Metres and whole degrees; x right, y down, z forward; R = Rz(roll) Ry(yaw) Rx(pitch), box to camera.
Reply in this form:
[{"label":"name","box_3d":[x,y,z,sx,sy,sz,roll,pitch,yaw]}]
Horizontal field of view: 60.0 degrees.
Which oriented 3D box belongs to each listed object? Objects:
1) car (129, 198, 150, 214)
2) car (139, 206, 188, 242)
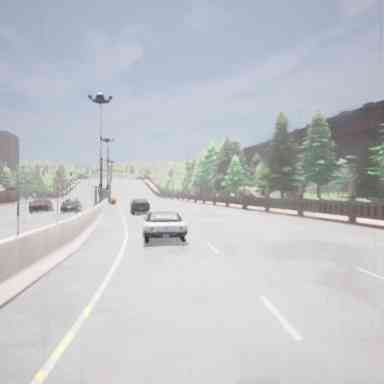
[{"label":"car","box_3d":[-5.435,1.412,34.677,1.882,1.535,5.008,0,0,-13]},{"label":"car","box_3d":[-1.442,1.564,16.187,1.895,1.301,4.718,0,0,-9]}]
